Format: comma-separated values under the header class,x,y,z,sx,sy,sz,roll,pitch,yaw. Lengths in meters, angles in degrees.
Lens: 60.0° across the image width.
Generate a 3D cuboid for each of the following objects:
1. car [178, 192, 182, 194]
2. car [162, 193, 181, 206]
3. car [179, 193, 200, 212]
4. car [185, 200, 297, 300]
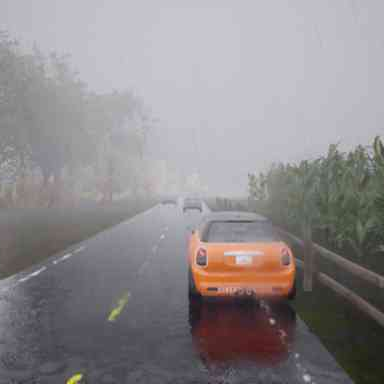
class,x,y,z,sx,sy,sz,roll,pitch,yaw
car,-2.723,0.662,77.687,1.994,1.385,4.181,0,1,0
car,-2.834,1.098,42.895,1.895,1.301,4.718,0,1,0
car,0.068,1.160,32.916,2.033,1.411,5.357,0,1,0
car,0.963,1.252,8.270,2.097,1.767,4.553,0,1,0
